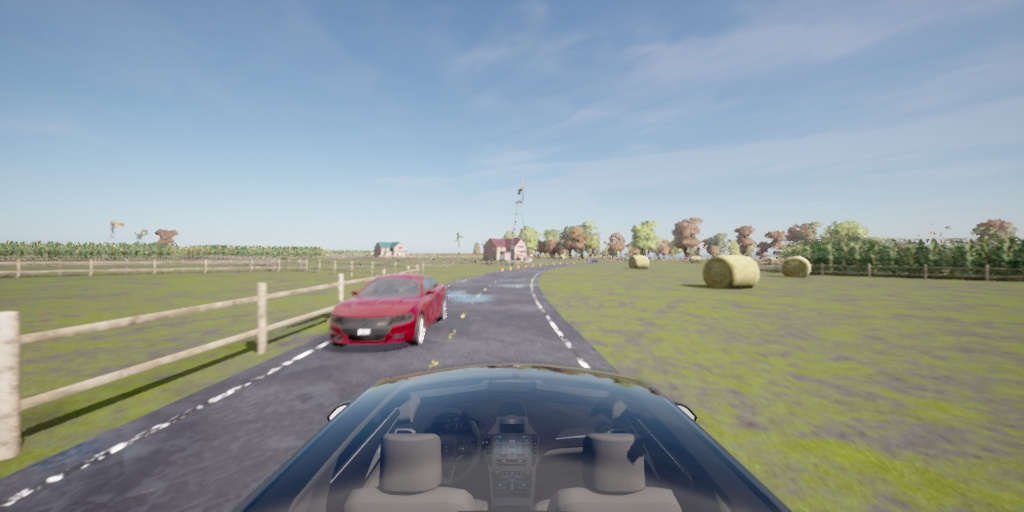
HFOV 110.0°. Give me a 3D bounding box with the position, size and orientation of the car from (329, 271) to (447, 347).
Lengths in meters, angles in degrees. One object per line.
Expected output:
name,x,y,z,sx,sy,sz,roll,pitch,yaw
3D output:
car,-2.963,1.219,9.569,1.882,1.535,5.008,0,0,-1

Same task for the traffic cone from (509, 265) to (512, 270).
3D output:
traffic cone,-0.210,1.644,50.895,0.340,0.580,0.340,0,0,13

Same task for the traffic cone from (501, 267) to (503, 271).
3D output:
traffic cone,-1.253,1.647,45.924,0.340,0.580,0.340,0,0,11
